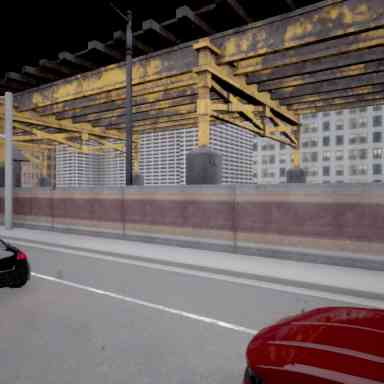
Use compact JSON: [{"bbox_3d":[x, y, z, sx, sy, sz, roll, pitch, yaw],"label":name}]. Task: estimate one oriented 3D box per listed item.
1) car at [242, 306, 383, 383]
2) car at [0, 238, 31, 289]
[{"bbox_3d":[2.729,1.478,2.050,5.008,1.535,1.882,0,0,35],"label":"car"},{"bbox_3d":[-5.765,1.564,8.027,4.181,1.385,1.994,0,0,36],"label":"car"}]
